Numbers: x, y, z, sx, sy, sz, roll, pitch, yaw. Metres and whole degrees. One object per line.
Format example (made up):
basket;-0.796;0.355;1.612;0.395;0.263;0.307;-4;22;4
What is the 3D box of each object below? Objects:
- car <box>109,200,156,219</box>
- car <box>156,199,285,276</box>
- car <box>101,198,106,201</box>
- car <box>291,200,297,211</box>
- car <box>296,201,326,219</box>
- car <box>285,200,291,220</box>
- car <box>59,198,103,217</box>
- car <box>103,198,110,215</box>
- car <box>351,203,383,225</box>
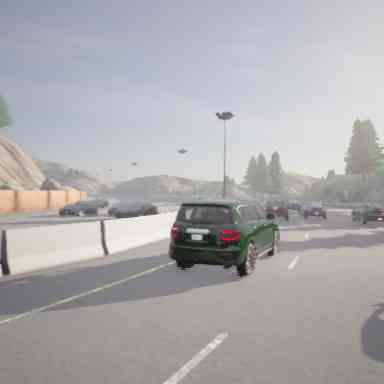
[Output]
car;-4.299;1.500;26.335;1.882;1.535;5.008;1;0;15
car;1.308;1.251;10.830;2.150;2.045;5.566;0;0;26
car;-12.242;1.497;44.172;2.128;1.511;4.902;0;0;0
car;12.206;1.687;40.874;1.812;1.442;4.674;0;0;4
car;11.090;1.659;30.642;1.812;1.442;4.674;0;0;11
car;7.406;1.460;29.853;2.097;1.767;4.553;0;0;12
car;-10.402;1.555;30.707;1.994;1.385;4.181;0;0;13
car;-6.480;1.546;32.249;1.812;1.442;4.674;1;0;10
car;13.645;1.645;25.482;1.837;1.490;4.892;1;0;13
